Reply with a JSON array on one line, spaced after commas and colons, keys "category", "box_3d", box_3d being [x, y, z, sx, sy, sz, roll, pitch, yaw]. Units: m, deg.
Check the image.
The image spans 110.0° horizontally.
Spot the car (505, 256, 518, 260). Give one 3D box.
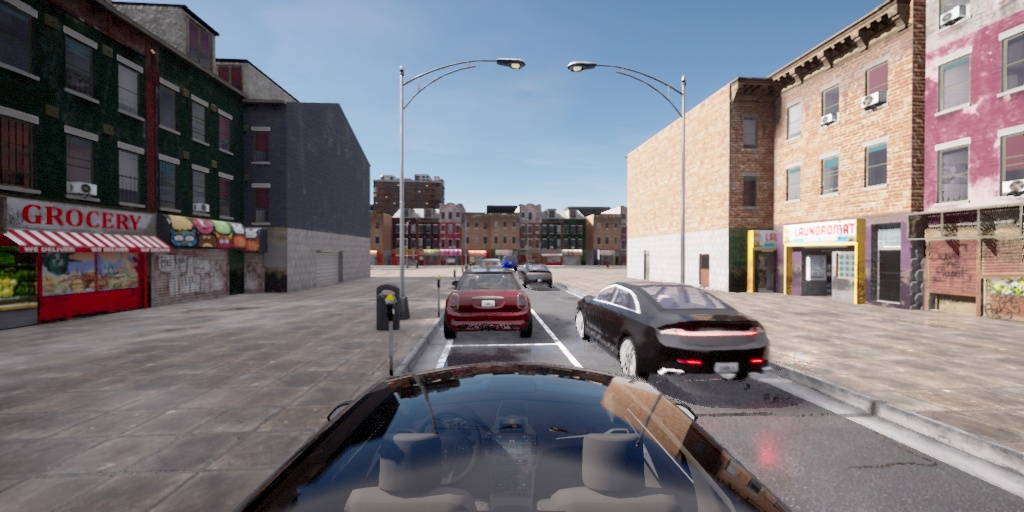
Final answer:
[{"category": "car", "box_3d": [-0.362, 0.993, 47.868, 2.150, 2.045, 5.566, 0, -1, -3]}]

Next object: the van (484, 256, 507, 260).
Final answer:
[{"category": "van", "box_3d": [-1.547, 1.099, 27.168, 1.690, 1.789, 3.998, 0, 0, -4]}]

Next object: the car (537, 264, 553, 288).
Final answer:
[{"category": "car", "box_3d": [1.449, 1.249, 23.695, 2.128, 1.511, 4.902, 0, 0, -4]}]

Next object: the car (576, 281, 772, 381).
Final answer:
[{"category": "car", "box_3d": [2.633, 1.243, 7.108, 2.128, 1.511, 4.902, 0, 0, -4]}]

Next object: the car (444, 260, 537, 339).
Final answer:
[{"category": "car", "box_3d": [-0.691, 1.103, 10.309, 2.097, 1.767, 4.553, 0, 0, -4]}]
